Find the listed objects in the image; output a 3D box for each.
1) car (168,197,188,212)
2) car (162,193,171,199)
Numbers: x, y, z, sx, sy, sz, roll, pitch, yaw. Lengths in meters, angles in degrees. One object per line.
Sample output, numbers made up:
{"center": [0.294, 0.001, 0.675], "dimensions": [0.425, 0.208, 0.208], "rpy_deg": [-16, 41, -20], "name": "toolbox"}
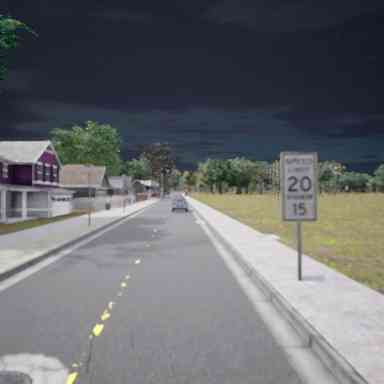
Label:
{"center": [-1.397, 1.499, 37.967], "dimensions": [2.033, 1.411, 5.357], "rpy_deg": [-1, 0, -2], "name": "car"}
{"center": [-5.808, 1.004, 75.898], "dimensions": [1.882, 1.535, 5.008], "rpy_deg": [-1, 0, -2], "name": "car"}
